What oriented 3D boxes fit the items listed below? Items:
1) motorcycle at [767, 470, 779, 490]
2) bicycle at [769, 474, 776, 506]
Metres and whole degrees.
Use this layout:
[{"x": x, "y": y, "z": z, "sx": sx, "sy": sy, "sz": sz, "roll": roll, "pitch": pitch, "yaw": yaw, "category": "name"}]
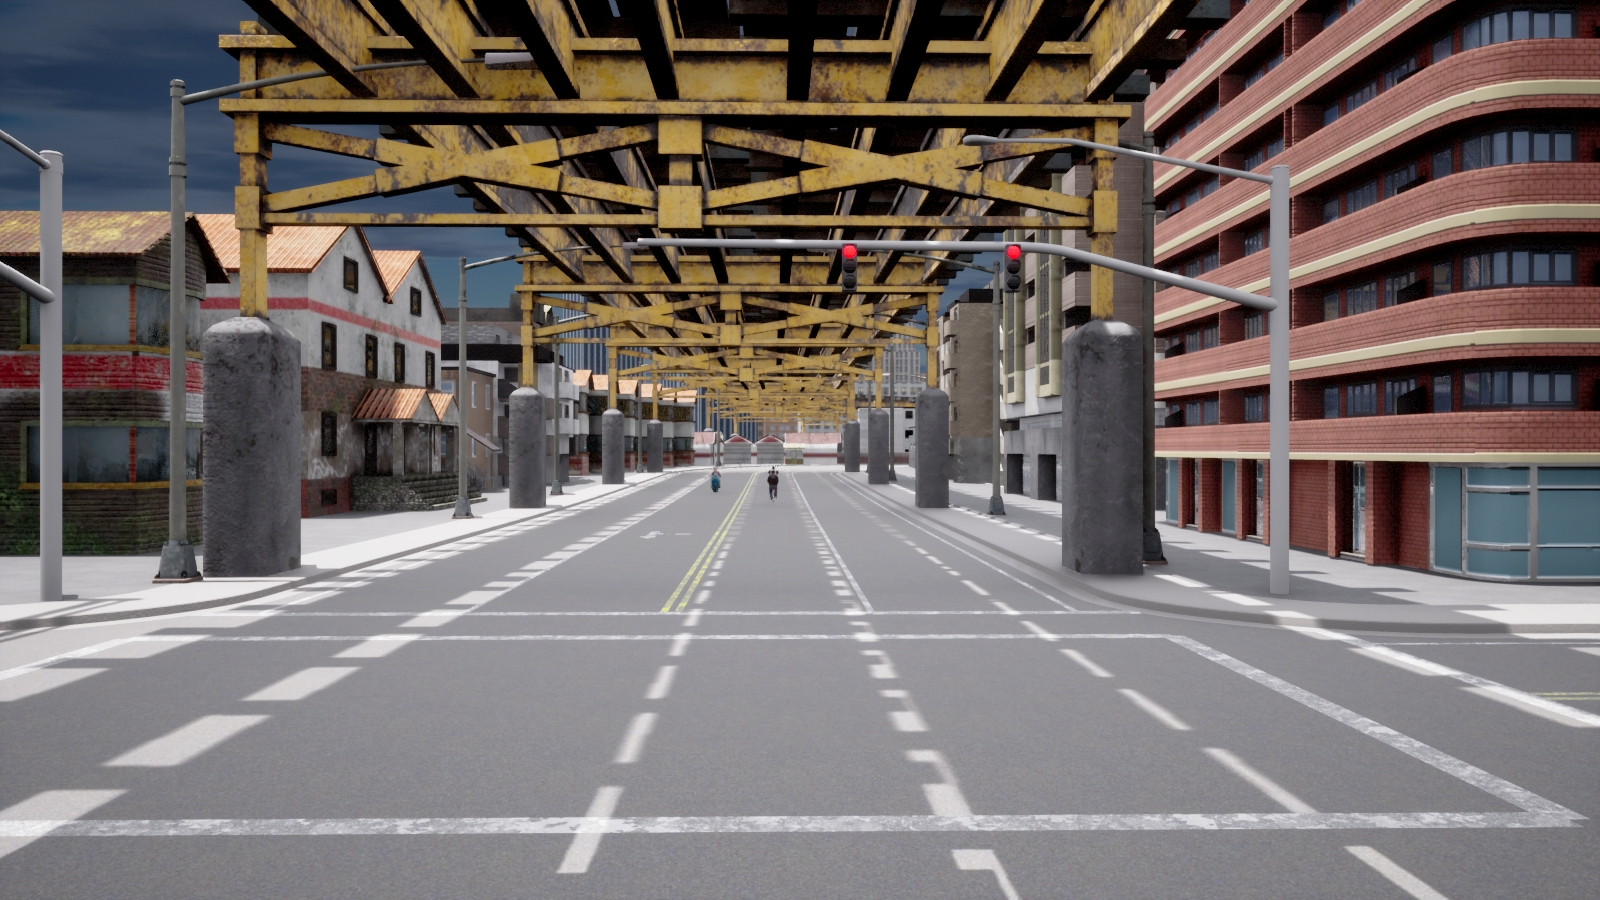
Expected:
[{"x": -1.762, "y": 1.941, "z": 74.764, "sx": 0.803, "sy": 1.224, "sz": 2.033, "roll": 0, "pitch": 1, "yaw": -1, "category": "motorcycle"}, {"x": -1.351, "y": 1.987, "z": 56.899, "sx": 0.329, "sy": 1.496, "sz": 1.835, "roll": 0, "pitch": 1, "yaw": -1, "category": "bicycle"}]
